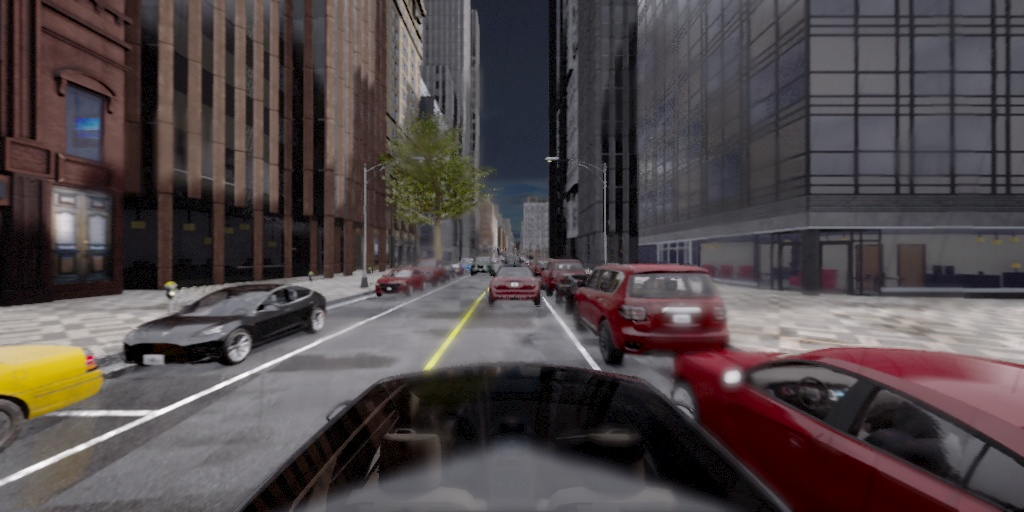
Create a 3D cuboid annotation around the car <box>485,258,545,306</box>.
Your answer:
[{"bbox_3d":[0.106,1.124,16.006,2.097,1.767,4.553,0,0,0],"label":"car"}]

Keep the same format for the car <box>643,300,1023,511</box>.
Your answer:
[{"bbox_3d":[2.668,1.296,2.389,1.888,1.381,4.507,0,0,0],"label":"car"}]

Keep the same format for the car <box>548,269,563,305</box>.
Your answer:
[{"bbox_3d":[2.673,1.334,13.666,1.948,1.339,4.313,0,0,0],"label":"car"}]

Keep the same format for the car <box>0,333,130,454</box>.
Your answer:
[{"bbox_3d":[-5.857,1.276,2.229,1.751,1.417,4.829,0,0,0],"label":"car"}]

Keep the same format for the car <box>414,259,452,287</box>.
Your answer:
[{"bbox_3d":[-5.848,1.102,24.957,2.192,1.841,5.009,0,0,0],"label":"car"}]

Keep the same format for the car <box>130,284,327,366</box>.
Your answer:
[{"bbox_3d":[-5.855,1.325,8.039,1.948,1.339,4.313,0,0,0],"label":"car"}]

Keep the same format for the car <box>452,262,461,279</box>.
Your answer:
[{"bbox_3d":[-5.845,1.363,30.597,1.948,1.339,4.313,0,0,0],"label":"car"}]

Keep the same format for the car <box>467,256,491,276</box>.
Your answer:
[{"bbox_3d":[-3.079,1.033,37.910,2.150,2.045,5.566,0,0,0],"label":"car"}]

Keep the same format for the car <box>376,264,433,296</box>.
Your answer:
[{"bbox_3d":[-5.850,1.323,19.317,1.888,1.381,4.507,0,0,0],"label":"car"}]

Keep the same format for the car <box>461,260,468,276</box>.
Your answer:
[{"bbox_3d":[-5.843,1.391,36.235,1.802,1.307,4.207,0,0,0],"label":"car"}]

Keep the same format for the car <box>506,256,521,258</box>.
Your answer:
[{"bbox_3d":[0.115,1.038,39.343,2.150,2.045,5.566,0,0,0],"label":"car"}]

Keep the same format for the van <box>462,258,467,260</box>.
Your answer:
[{"bbox_3d":[-5.838,1.187,47.513,1.690,1.789,3.998,0,0,0],"label":"van"}]

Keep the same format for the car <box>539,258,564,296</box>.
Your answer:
[{"bbox_3d":[2.676,1.093,19.306,2.192,1.841,5.009,0,0,0],"label":"car"}]

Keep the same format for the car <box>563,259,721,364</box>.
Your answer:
[{"bbox_3d":[2.671,1.074,8.029,2.192,1.841,5.009,0,0,0],"label":"car"}]
